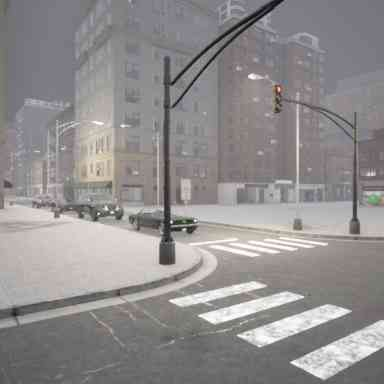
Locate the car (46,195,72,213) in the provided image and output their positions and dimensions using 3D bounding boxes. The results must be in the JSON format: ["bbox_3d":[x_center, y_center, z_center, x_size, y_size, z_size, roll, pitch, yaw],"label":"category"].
[{"bbox_3d":[-13.175,1.311,34.312,1.882,1.535,5.008,0,0,-36],"label":"car"}]

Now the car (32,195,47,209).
[{"bbox_3d":[-19.078,1.140,42.648,2.097,1.767,4.553,0,0,-35],"label":"car"}]

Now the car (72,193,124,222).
[{"bbox_3d":[-7.304,1.102,26.054,2.150,2.045,5.566,0,0,-35],"label":"car"}]

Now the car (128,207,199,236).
[{"bbox_3d":[-1.661,1.527,18.151,1.895,1.301,4.718,0,0,-36],"label":"car"}]

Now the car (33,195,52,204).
[{"bbox_3d":[-25.423,1.270,56.545,2.033,1.411,5.357,0,0,-35],"label":"car"}]
